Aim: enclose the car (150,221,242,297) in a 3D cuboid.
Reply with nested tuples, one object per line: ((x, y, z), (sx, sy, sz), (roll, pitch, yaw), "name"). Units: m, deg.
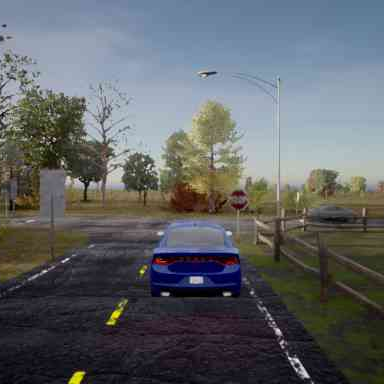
((0.074, 1.475, 8.612), (1.882, 1.535, 5.008), (0, 0, 0), "car")

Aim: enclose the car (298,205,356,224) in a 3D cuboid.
((10.541, 1.702, 26.020), (4.181, 1.385, 1.994), (1, 1, -2), "car")
